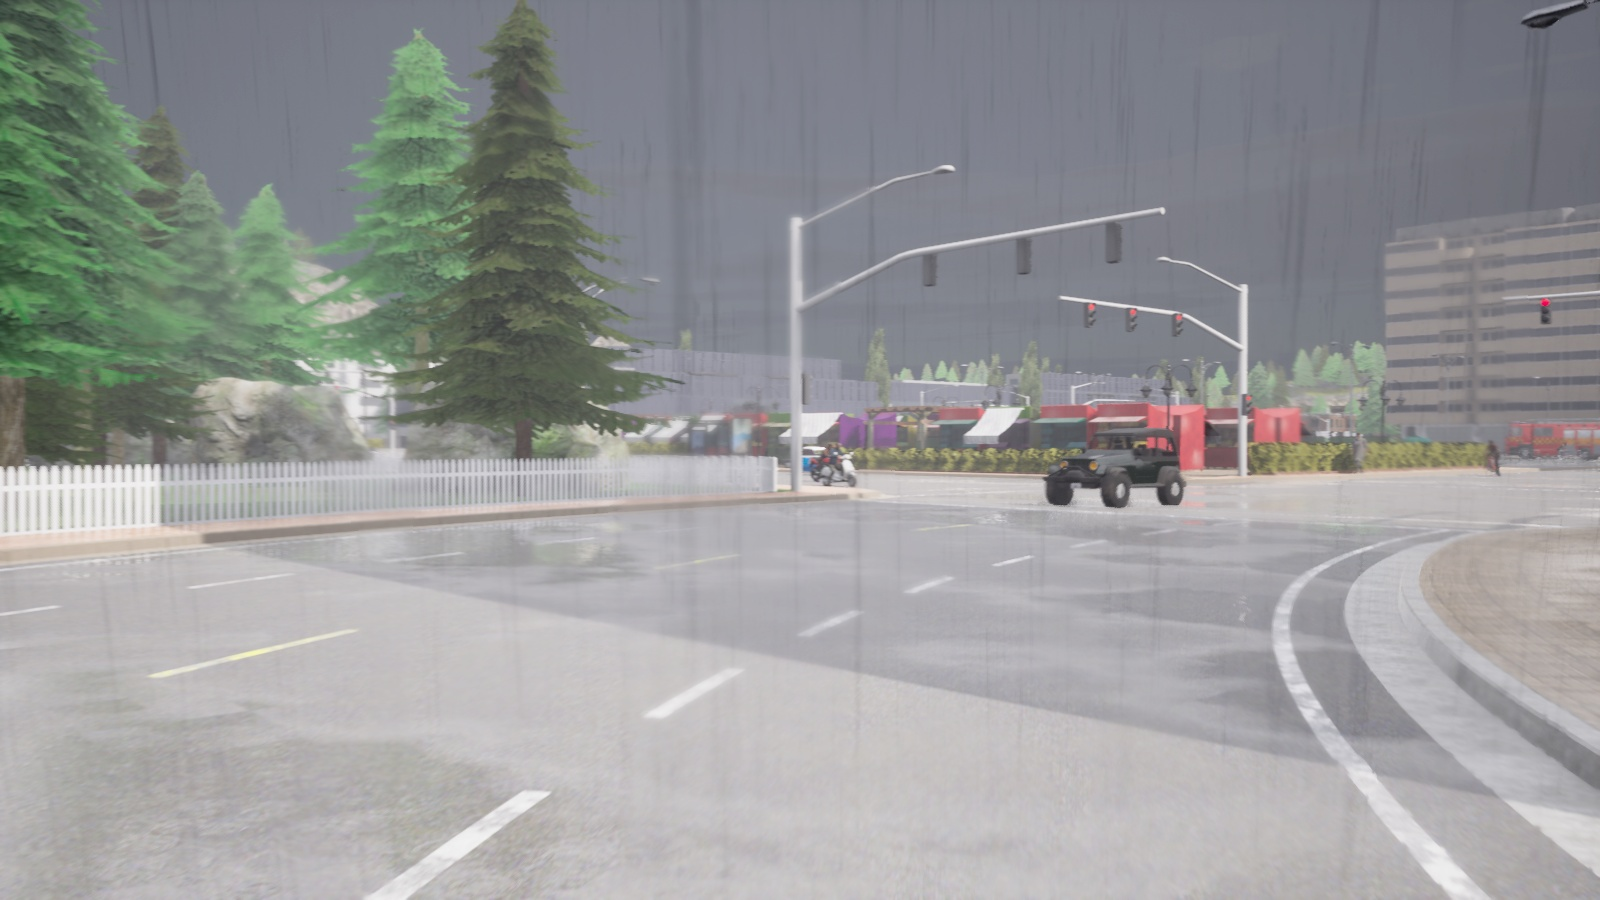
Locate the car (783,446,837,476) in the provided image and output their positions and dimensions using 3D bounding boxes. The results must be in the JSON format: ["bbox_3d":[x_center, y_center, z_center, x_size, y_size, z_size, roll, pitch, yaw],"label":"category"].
[{"bbox_3d":[0.457,0.517,60.214,1.481,1.376,2.207,0,1,-42],"label":"car"}]

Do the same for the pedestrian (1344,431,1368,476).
[{"bbox_3d":[24.037,0.140,54.296,0.873,1.952,0.659,0,0,-42],"label":"pedestrian"}]

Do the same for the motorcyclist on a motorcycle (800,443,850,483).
[{"bbox_3d":[0.975,0.508,49.078,0.797,1.523,2.044,0,0,-42],"label":"motorcyclist on a motorcycle"}]

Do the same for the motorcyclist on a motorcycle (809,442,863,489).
[{"bbox_3d":[1.239,0.512,43.505,0.866,1.590,1.817,0,0,-42],"label":"motorcyclist on a motorcycle"}]

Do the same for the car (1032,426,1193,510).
[{"bbox_3d":[7.522,0.404,30.079,3.866,1.878,1.905,1,0,-42],"label":"car"}]
